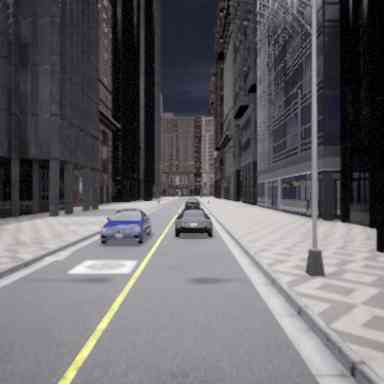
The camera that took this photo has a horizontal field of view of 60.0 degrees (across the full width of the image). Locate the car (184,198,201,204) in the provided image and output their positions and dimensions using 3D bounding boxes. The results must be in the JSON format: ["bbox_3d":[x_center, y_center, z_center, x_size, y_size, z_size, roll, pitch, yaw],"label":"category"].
[{"bbox_3d":[0.073,1.541,40.270,1.837,1.490,4.892,0,0,0],"label":"car"}]

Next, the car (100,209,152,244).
[{"bbox_3d":[-3.011,1.554,16.032,1.812,1.442,4.674,0,0,0],"label":"car"}]

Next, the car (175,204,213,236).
[{"bbox_3d":[0.088,1.573,18.403,1.994,1.385,4.181,0,0,0],"label":"car"}]
